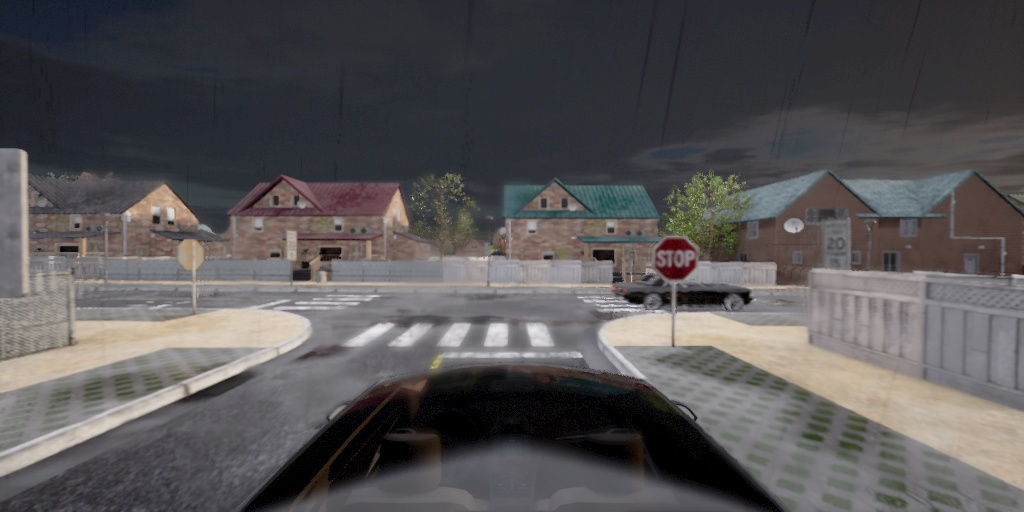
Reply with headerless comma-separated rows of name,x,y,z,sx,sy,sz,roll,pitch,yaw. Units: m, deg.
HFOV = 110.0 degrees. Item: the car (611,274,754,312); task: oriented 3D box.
car,6.340,1.331,13.582,4.718,1.301,1.895,1,0,0
